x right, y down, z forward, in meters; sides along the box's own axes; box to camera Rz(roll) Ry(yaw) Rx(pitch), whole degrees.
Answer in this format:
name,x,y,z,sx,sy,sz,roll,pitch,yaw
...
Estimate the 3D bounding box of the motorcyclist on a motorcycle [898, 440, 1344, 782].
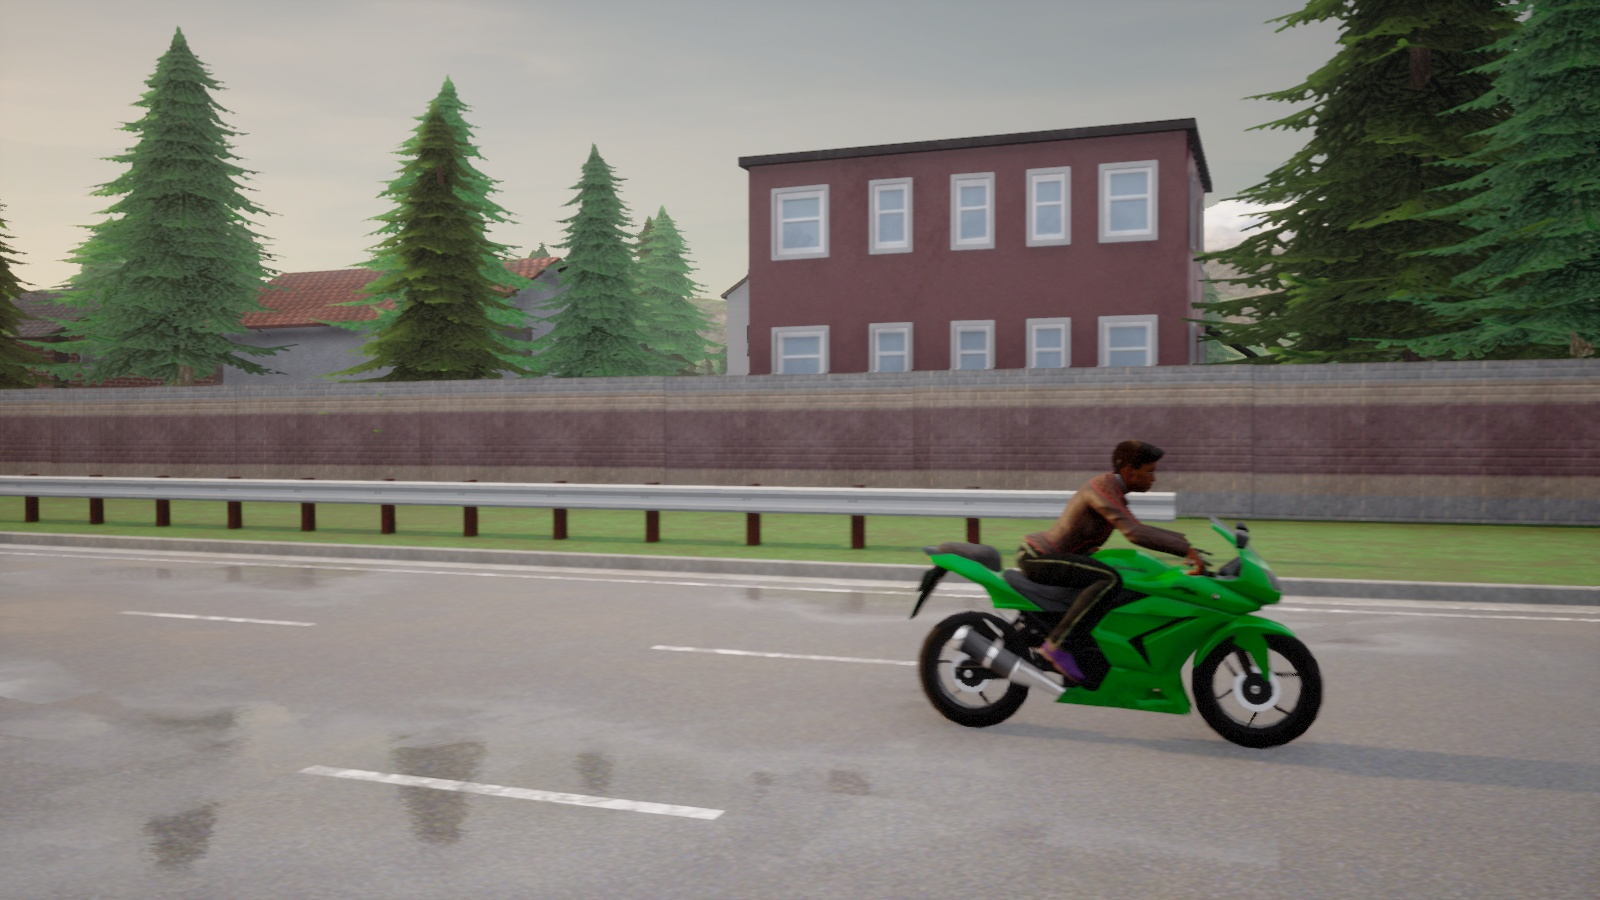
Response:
name,x,y,z,sx,sy,sz,roll,pitch,yaw
motorcyclist on a motorcycle,1.591,0.716,6.336,2.044,1.523,0.797,1,1,19
